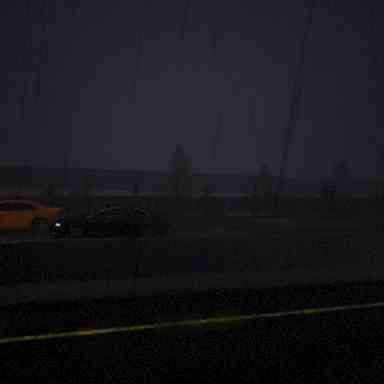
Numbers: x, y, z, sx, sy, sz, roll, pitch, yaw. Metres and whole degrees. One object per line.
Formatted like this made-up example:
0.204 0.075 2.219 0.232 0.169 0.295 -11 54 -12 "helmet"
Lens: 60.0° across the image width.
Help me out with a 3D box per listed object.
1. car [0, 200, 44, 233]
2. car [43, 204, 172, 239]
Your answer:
-8.653 1.121 15.916 5.008 1.535 1.882 1 1 -16 "car"
-3.266 1.259 13.803 4.902 1.511 2.128 1 1 -16 "car"
